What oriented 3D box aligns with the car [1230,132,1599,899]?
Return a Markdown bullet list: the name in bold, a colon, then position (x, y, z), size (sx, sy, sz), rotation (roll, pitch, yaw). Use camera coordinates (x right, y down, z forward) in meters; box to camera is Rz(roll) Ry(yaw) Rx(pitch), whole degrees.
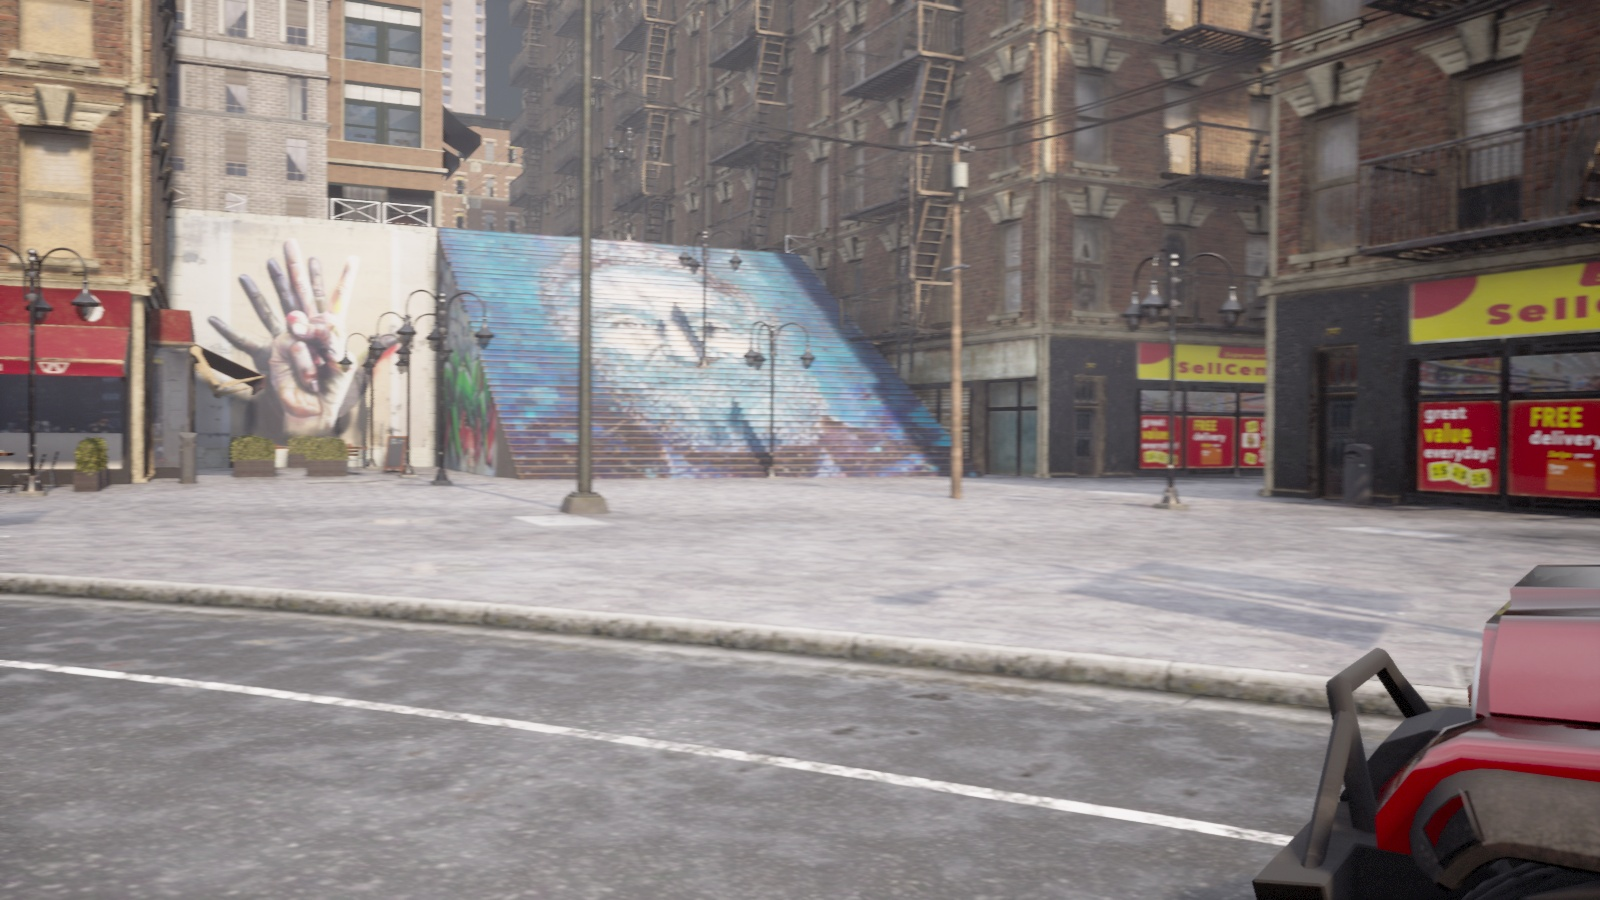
- **car**: position (2.848, 0.473, 1.758), size (3.866, 1.878, 1.905), rotation (0, 1, 35)
